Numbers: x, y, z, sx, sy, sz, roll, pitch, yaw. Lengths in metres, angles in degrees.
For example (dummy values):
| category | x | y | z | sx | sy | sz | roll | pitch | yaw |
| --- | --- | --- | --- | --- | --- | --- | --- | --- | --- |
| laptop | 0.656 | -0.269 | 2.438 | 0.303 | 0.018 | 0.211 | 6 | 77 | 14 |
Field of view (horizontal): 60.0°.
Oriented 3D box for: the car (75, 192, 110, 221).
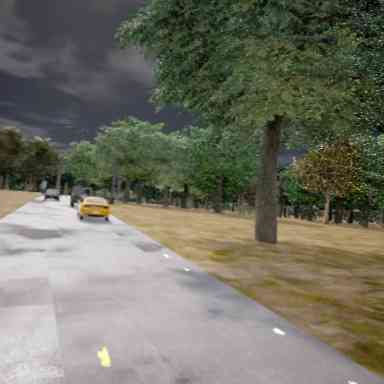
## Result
| category | x | y | z | sx | sy | sz | roll | pitch | yaw |
| --- | --- | --- | --- | --- | --- | --- | --- | --- | --- |
| car | -7.004 | 1.075 | 23.565 | 1.882 | 1.535 | 5.008 | 5 | -1 | -22 |

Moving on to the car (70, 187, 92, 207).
| category | x | y | z | sx | sy | sz | roll | pitch | yaw |
| --- | --- | --- | --- | --- | --- | --- | --- | --- | --- |
| car | -11.904 | 0.543 | 35.894 | 2.150 | 2.045 | 5.566 | 5 | 0 | -22 |

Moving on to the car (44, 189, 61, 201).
| category | x | y | z | sx | sy | sz | roll | pitch | yaw |
| --- | --- | --- | --- | --- | --- | --- | --- | --- | --- |
| car | -18.358 | 0.348 | 43.758 | 1.882 | 1.535 | 5.008 | 5 | -1 | -22 |
